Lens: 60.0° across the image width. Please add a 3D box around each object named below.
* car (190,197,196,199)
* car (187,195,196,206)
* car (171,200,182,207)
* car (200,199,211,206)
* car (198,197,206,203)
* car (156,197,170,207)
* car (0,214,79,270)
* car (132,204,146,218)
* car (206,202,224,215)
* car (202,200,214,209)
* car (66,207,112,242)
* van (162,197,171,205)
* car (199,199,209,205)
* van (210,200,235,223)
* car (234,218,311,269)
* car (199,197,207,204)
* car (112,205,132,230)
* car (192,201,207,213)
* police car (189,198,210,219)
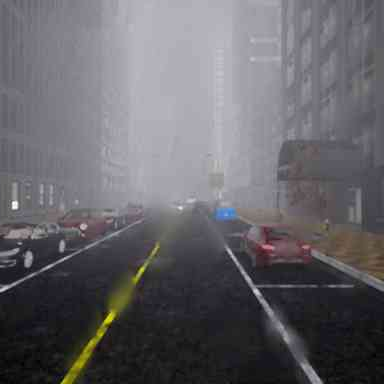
[{"bbox_3d":[0.905,1.960,49.362,1.837,1.490,4.892,0,-1,0],"label":"car"},{"bbox_3d":[0.008,1.724,69.973,2.150,2.045,5.566,0,0,0],"label":"car"},{"bbox_3d":[-3.008,2.193,65.231,1.895,1.301,4.718,0,0,0],"label":"car"},{"bbox_3d":[2.698,2.168,68.188,2.008,1.369,4.403,0,0,0],"label":"car"},{"bbox_3d":[2.701,2.230,90.958,1.967,1.590,4.097,0,0,0],"label":"car"},{"bbox_3d":[-5.683,2.121,62.501,2.008,1.369,4.403,0,-1,0],"label":"car"},{"bbox_3d":[-5.690,1.663,11.270,2.008,1.369,4.403,0,-1,0],"label":"car"},{"bbox_3d":[-5.687,1.899,34.038,1.802,1.307,4.206,0,-1,0],"label":"car"},{"bbox_3d":[2.694,1.950,39.727,1.802,1.307,4.206,0,-1,0],"label":"car"},{"bbox_3d":[2.697,2.103,56.804,1.802,1.307,4.206,0,-1,0],"label":"car"},{"bbox_3d":[-5.689,1.605,16.964,1.967,1.590,4.097,0,-1,0],"label":"car"},{"bbox_3d":[-5.681,2.004,73.887,1.690,1.788,3.998,0,0,0],"label":"van"},{"bbox_3d":[2.699,2.214,73.881,2.008,1.369,4.403,0,0,0],"label":"car"},{"bbox_3d":[2.693,1.607,28.345,1.690,1.788,3.998,0,-1,0],"label":"van"},{"bbox_3d":[2.691,1.694,11.267,1.802,1.307,4.206,0,-1,0],"label":"car"},{"bbox_3d":[2.701,2.188,85.266,1.967,1.590,4.097,0,0,0],"label":"car"},{"bbox_3d":[-5.688,1.766,22.655,2.008,1.369,4.403,0,-1,0],"label":"car"},{"bbox_3d":[0.904,1.906,43.362,1.837,1.490,4.892,0,-1,0],"label":"car"},{"bbox_3d":[0.903,1.738,33.473,1.930,1.638,5.238,0,-1,0],"label":"police car"}]
